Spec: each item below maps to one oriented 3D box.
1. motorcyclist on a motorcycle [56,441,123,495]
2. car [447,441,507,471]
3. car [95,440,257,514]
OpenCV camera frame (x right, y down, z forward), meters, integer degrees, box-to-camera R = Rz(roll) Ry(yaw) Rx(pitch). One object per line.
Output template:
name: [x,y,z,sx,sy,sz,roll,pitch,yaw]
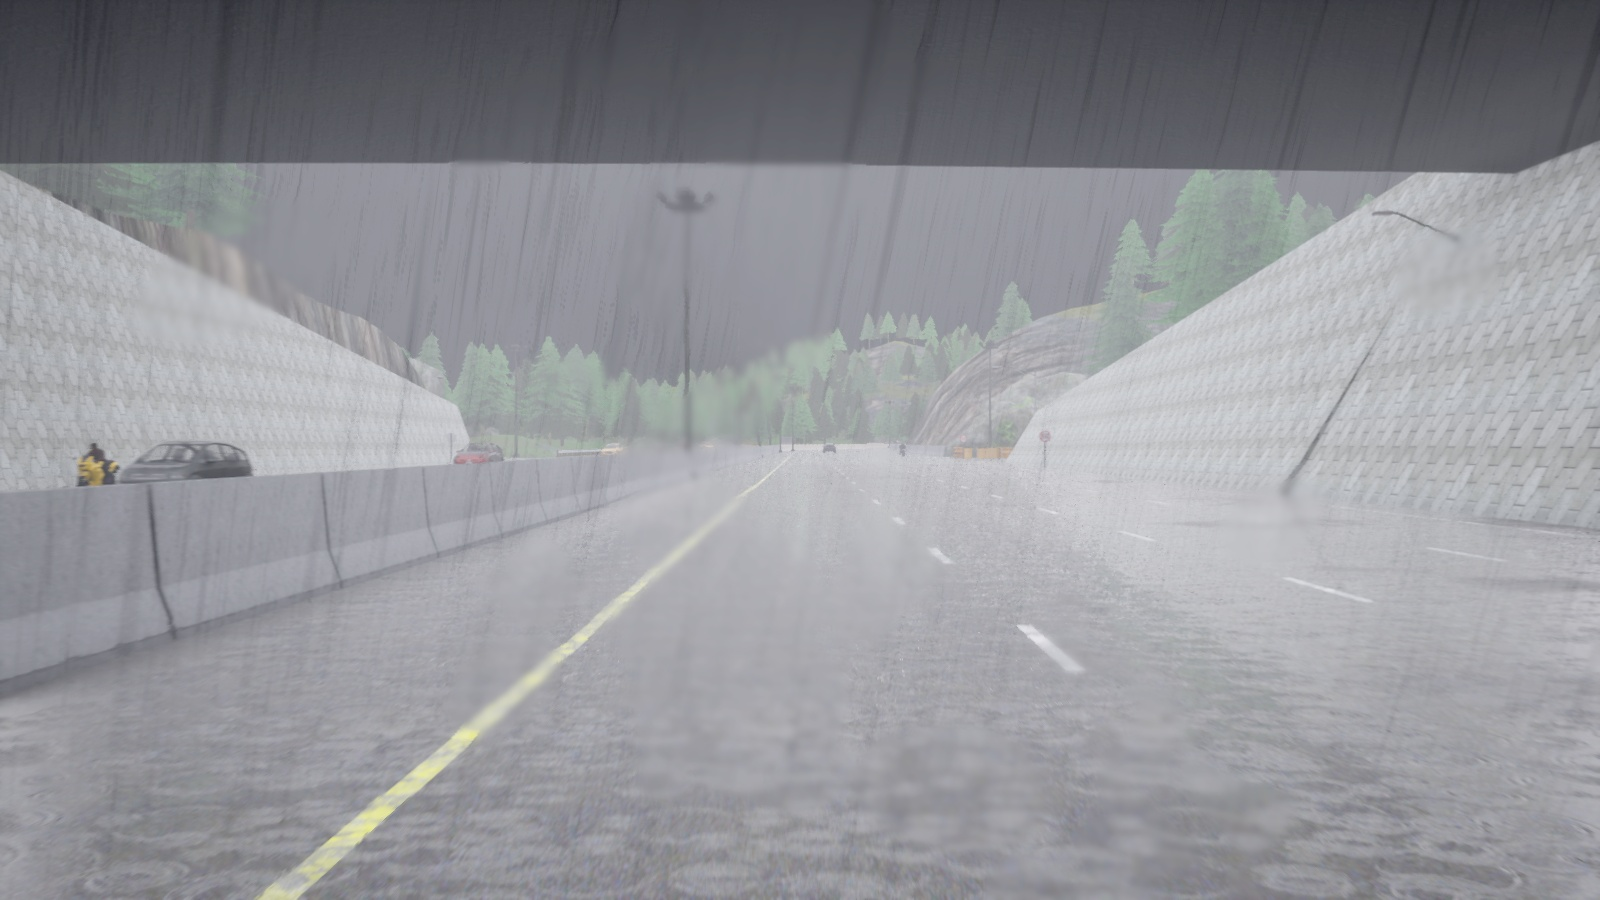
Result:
motorcyclist on a motorcycle: [-20.801,0.504,36.816,0.797,1.523,2.044,0,0,0]
car: [-17.163,0.302,66.995,2.007,1.525,4.514,0,0,0]
car: [-13.841,0.555,28.098,1.789,1.549,3.705,0,0,0]
